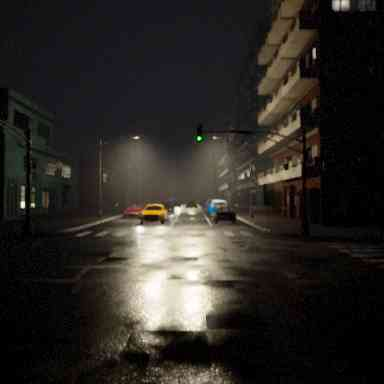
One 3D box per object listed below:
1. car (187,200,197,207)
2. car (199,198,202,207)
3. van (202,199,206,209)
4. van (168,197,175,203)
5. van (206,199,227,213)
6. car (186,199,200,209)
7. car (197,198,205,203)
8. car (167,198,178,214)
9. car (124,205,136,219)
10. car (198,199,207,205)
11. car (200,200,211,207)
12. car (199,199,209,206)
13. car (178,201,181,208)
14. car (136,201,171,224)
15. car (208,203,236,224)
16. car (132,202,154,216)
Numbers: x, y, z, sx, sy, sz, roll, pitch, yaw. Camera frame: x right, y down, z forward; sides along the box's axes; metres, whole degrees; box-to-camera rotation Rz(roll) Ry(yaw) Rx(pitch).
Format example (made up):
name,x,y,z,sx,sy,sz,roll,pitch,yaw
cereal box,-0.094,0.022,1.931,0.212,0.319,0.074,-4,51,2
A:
name,x,y,z,sx,sy,sz,roll,pitch,yaw
car,-0.083,2.274,67.783,1.994,1.385,4.181,0,-1,0
car,2.635,2.119,55.953,1.752,1.417,4.829,1,-1,0
van,2.651,1.820,44.625,1.690,1.788,3.998,1,-1,0
van,-5.788,2.307,94.797,1.690,1.788,3.998,1,-1,0
van,2.664,1.703,33.463,1.690,1.788,3.998,1,-1,0
car,-0.070,2.176,57.743,1.994,1.385,4.181,0,-1,0
car,2.589,2.517,94.847,2.008,1.369,4.403,1,-1,0
car,-3.128,1.946,41.339,1.837,1.490,4.892,0,1,0
car,-5.720,1.944,33.415,1.802,1.307,4.206,1,-1,0
car,2.602,2.407,83.686,1.887,1.381,4.507,1,-1,0
car,2.621,2.268,66.944,1.947,1.339,4.313,1,-1,0
car,2.615,2.322,72.525,1.947,1.339,4.313,1,-1,0
car,-3.074,2.258,61.917,1.895,1.301,4.718,0,-1,0
car,-3.122,1.782,27.929,1.882,1.535,5.008,0,-1,0
car,2.668,1.855,27.882,2.008,1.369,4.403,1,-1,0
car,-5.726,1.966,38.996,1.887,1.381,4.507,1,-1,0
